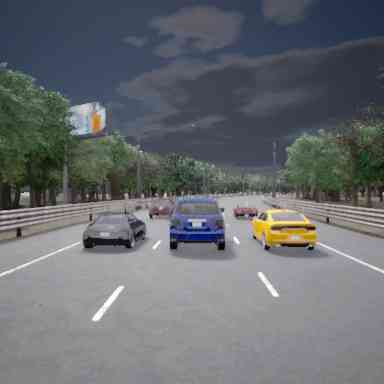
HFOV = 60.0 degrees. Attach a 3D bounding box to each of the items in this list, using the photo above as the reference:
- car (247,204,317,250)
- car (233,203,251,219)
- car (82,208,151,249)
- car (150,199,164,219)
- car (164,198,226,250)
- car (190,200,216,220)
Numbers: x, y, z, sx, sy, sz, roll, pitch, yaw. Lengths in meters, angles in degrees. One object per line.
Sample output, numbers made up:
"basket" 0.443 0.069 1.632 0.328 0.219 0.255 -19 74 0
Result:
"car" 3.768 1.483 14.313 1.882 1.535 5.008 0 0 2
"car" 4.577 1.617 29.000 1.895 1.301 4.718 0 0 4
"car" -3.227 1.570 14.570 1.994 1.385 4.181 0 0 2
"car" -2.409 1.367 29.452 2.097 1.767 4.553 0 0 4
"car" 0.272 1.256 14.471 2.150 2.045 5.566 0 0 2
"car" 1.084 1.496 29.226 2.128 1.511 4.902 0 0 4
